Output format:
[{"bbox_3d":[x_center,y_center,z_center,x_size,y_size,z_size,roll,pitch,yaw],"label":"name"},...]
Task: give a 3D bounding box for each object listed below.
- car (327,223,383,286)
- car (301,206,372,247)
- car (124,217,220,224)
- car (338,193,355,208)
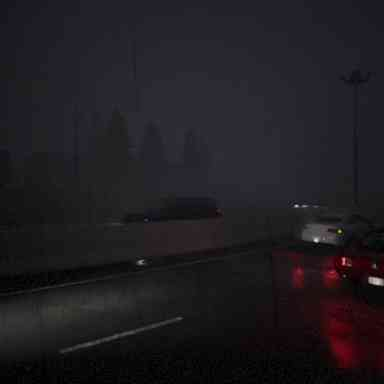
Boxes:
[{"bbox_3d":[5.586,1.605,8.510,4.718,1.301,1.895,0,0,-41],"label":"car"},{"bbox_3d":[6.284,1.537,13.905,4.674,1.442,1.812,0,0,-43],"label":"car"},{"bbox_3d":[-0.925,1.253,16.983,5.566,2.045,2.150,0,0,-42],"label":"car"},{"bbox_3d":[23.324,1.259,50.227,2.150,2.045,5.566,0,0,24],"label":"car"}]
